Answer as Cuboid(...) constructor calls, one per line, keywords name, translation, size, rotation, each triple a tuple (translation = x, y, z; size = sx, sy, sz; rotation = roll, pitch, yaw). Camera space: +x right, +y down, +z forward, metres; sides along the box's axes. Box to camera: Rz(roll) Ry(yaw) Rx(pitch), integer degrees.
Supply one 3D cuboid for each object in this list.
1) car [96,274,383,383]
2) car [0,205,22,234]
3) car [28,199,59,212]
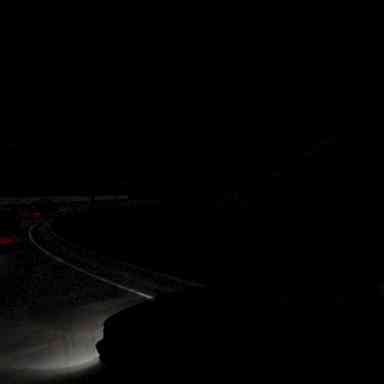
Cuboid(name="car", translation=(1.437, 1.563, 3.063), size=(5.357, 1.411, 2.033), rotation=(0, 0, 38))
Cuboid(name="car", translation=(-10.789, 1.456, 18.822), size=(1.882, 1.535, 5.008), rotation=(0, 0, -25))
Cuboid(name="car", translation=(-17.509, 1.507, 39.334), size=(1.812, 1.442, 4.674), rotation=(0, 0, 3))
